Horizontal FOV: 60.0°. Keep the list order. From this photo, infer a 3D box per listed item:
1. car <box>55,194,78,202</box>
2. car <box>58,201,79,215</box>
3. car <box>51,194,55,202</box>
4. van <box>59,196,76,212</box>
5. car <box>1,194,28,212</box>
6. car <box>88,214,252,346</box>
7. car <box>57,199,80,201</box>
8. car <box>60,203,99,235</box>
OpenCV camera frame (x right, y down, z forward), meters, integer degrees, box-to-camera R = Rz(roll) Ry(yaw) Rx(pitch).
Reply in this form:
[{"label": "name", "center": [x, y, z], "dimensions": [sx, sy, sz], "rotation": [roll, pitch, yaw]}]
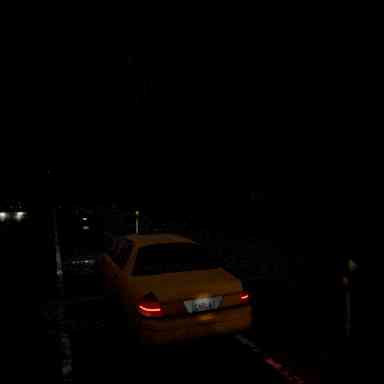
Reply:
[{"label": "car", "center": [-12.549, 1.317, 33.946], "dimensions": [2.192, 1.841, 5.009], "rotation": [0, 0, -23]}, {"label": "car", "center": [-8.283, 1.552, 23.755], "dimensions": [2.008, 1.369, 4.403], "rotation": [0, 0, -23]}, {"label": "car", "center": [-31.891, 1.470, 79.418], "dimensions": [1.967, 1.590, 4.097], "rotation": [0, 0, -24]}, {"label": "van", "center": [-14.681, 1.343, 39.042], "dimensions": [1.690, 1.788, 3.998], "rotation": [0, 0, -23]}, {"label": "car", "center": [-21.538, 1.330, 40.250], "dimensions": [2.150, 2.045, 5.566], "rotation": [0, 0, -23]}, {"label": "car", "center": [-0.844, 1.457, 6.737], "dimensions": [1.801, 1.575, 5.366], "rotation": [0, 0, -23]}, {"label": "car", "center": [-10.416, 1.567, 28.851], "dimensions": [1.947, 1.339, 4.313], "rotation": [0, 0, -23]}, {"label": "car", "center": [-6.151, 1.551, 18.660], "dimensions": [2.008, 1.369, 4.403], "rotation": [0, 0, -23]}]
